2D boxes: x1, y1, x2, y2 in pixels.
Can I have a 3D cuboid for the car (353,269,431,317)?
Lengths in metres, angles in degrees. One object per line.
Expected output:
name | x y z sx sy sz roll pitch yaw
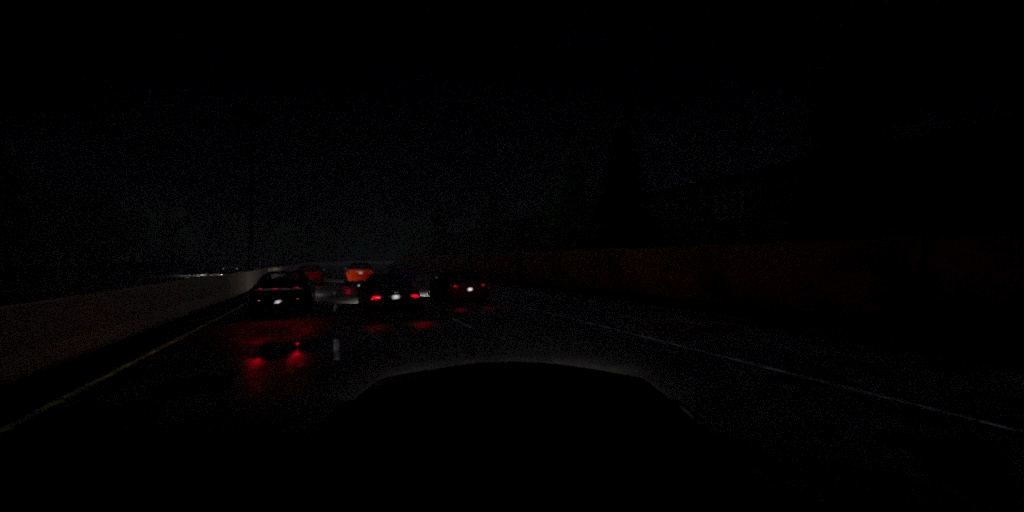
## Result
car | -4.833 1.395 13.832 2.033 1.411 5.357 0 0 -26

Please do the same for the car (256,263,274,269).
car | -35.131 1.683 51.024 1.812 1.442 4.674 0 0 -26

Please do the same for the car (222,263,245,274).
car | -38.185 1.673 49.305 1.812 1.442 4.674 0 0 -26

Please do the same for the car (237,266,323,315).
car | -8.898 1.345 14.196 2.128 1.511 4.902 0 0 -26

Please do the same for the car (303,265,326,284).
car | -16.096 1.448 28.695 1.882 1.535 5.008 0 0 -26

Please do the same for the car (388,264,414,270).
car | -9.832 1.467 31.818 1.882 1.535 5.008 0 0 -26

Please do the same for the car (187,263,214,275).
car | -41.259 1.662 47.633 1.812 1.442 4.674 0 0 -26

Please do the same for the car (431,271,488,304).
car | -2.702 1.438 17.461 1.994 1.385 4.181 0 0 -26

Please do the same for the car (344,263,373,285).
car | -12.403 1.322 29.105 2.097 1.767 4.553 0 -1 -26
